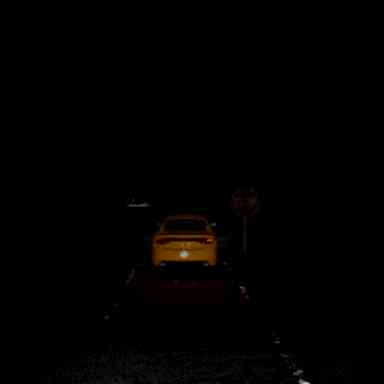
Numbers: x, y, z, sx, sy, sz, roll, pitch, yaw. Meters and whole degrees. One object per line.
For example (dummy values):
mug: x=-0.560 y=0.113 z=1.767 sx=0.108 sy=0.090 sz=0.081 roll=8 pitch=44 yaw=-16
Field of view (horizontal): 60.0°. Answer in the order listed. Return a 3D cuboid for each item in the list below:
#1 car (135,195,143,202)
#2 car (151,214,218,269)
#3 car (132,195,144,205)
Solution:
car: x=-12.081 y=1.527 z=76.333 sx=1.812 sy=1.442 sz=4.674 roll=0 pitch=0 yaw=-8
car: x=-0.189 y=1.471 z=11.118 sx=1.882 sy=1.535 sz=5.008 roll=0 pitch=0 yaw=0
car: x=-9.783 y=1.358 z=60.538 sx=2.097 sy=1.767 sz=4.553 roll=0 pitch=0 yaw=-8
